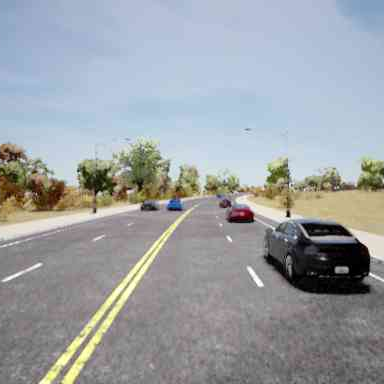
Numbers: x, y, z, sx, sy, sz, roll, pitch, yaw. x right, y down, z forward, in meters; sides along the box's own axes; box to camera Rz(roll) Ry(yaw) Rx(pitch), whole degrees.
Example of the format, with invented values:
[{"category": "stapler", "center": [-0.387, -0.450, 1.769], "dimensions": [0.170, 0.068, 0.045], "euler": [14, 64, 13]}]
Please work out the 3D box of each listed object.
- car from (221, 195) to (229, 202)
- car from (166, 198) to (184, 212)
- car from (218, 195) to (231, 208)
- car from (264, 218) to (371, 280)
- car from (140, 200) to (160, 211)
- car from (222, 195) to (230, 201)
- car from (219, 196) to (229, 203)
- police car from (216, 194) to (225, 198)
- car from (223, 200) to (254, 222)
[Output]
[{"category": "car", "center": [8.285, 1.618, 83.392], "dimensions": [1.837, 1.490, 4.892], "euler": [0, 0, 7]}, {"category": "car", "center": [-2.044, 1.590, 41.758], "dimensions": [1.882, 1.535, 5.008], "euler": [0, 0, 4]}, {"category": "car", "center": [5.131, 1.645, 50.769], "dimensions": [1.812, 1.442, 4.674], "euler": [0, 0, 4]}, {"category": "car", "center": [3.453, 1.541, 10.011], "dimensions": [1.837, 1.490, 4.892], "euler": [0, 0, 1]}, {"category": "car", "center": [-5.276, 1.678, 42.117], "dimensions": [1.994, 1.385, 4.181], "euler": [0, 0, 4]}, {"category": "car", "center": [9.672, 1.602, 94.229], "dimensions": [1.837, 1.490, 4.892], "euler": [0, 0, 8]}, {"category": "car", "center": [7.065, 1.613, 72.535], "dimensions": [2.128, 1.511, 4.902], "euler": [0, 0, 6]}, {"category": "police car", "center": [6.014, 1.628, 61.659], "dimensions": [2.038, 1.542, 4.974], "euler": [0, 0, 5]}, {"category": "car", "center": [3.940, 1.648, 27.563], "dimensions": [1.994, 1.385, 4.181], "euler": [0, 0, 2]}]
